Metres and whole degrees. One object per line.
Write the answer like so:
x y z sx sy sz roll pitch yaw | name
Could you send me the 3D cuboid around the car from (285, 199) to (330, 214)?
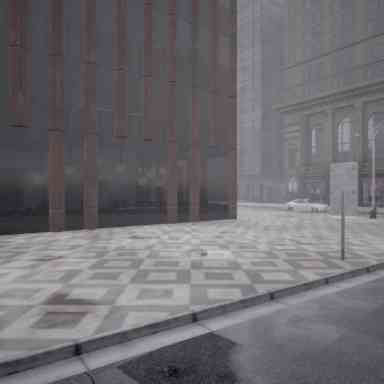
11.707 1.456 33.997 1.812 1.442 4.674 0 0 -36 | car
